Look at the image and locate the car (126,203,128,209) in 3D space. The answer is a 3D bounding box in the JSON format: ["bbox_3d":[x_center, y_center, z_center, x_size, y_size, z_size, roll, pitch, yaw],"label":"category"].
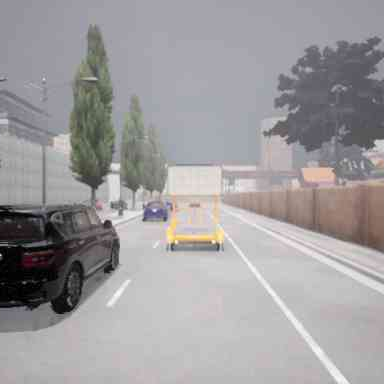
[{"bbox_3d":[-11.147,1.979,50.908,1.837,1.490,4.892,0,-1,1],"label":"car"}]

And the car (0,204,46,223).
[{"bbox_3d":[-14.861,1.820,29.331,1.812,1.442,4.674,0,-1,1],"label":"car"}]

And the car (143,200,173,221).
[{"bbox_3d":[-3.140,1.626,30.392,2.097,1.767,4.553,0,-1,0],"label":"car"}]

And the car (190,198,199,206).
[{"bbox_3d":[0.588,2.025,70.516,1.882,1.535,5.008,0,0,0],"label":"car"}]

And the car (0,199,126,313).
[{"bbox_3d":[-3.322,1.300,7.970,2.150,2.045,5.566,0,0,0],"label":"car"}]

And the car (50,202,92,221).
[{"bbox_3d":[-11.327,1.796,31.589,2.128,1.511,4.902,0,-1,1],"label":"car"}]

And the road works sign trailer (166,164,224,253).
[{"bbox_3d":[0.128,0.590,14.322,2.380,3.560,2.880,0,0,0],"label":"road works sign trailer"}]

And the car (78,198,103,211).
[{"bbox_3d":[-14.674,1.809,48.285,2.097,1.767,4.553,0,0,1],"label":"car"}]

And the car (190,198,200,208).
[{"bbox_3d":[0.506,2.128,60.438,1.895,1.301,4.718,0,0,0],"label":"car"}]

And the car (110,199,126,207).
[{"bbox_3d":[-14.456,2.120,65.245,1.895,1.301,4.718,0,0,0],"label":"car"}]

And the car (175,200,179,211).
[{"bbox_3d":[-2.993,1.908,48.337,1.882,1.535,5.008,0,-1,0],"label":"car"}]
